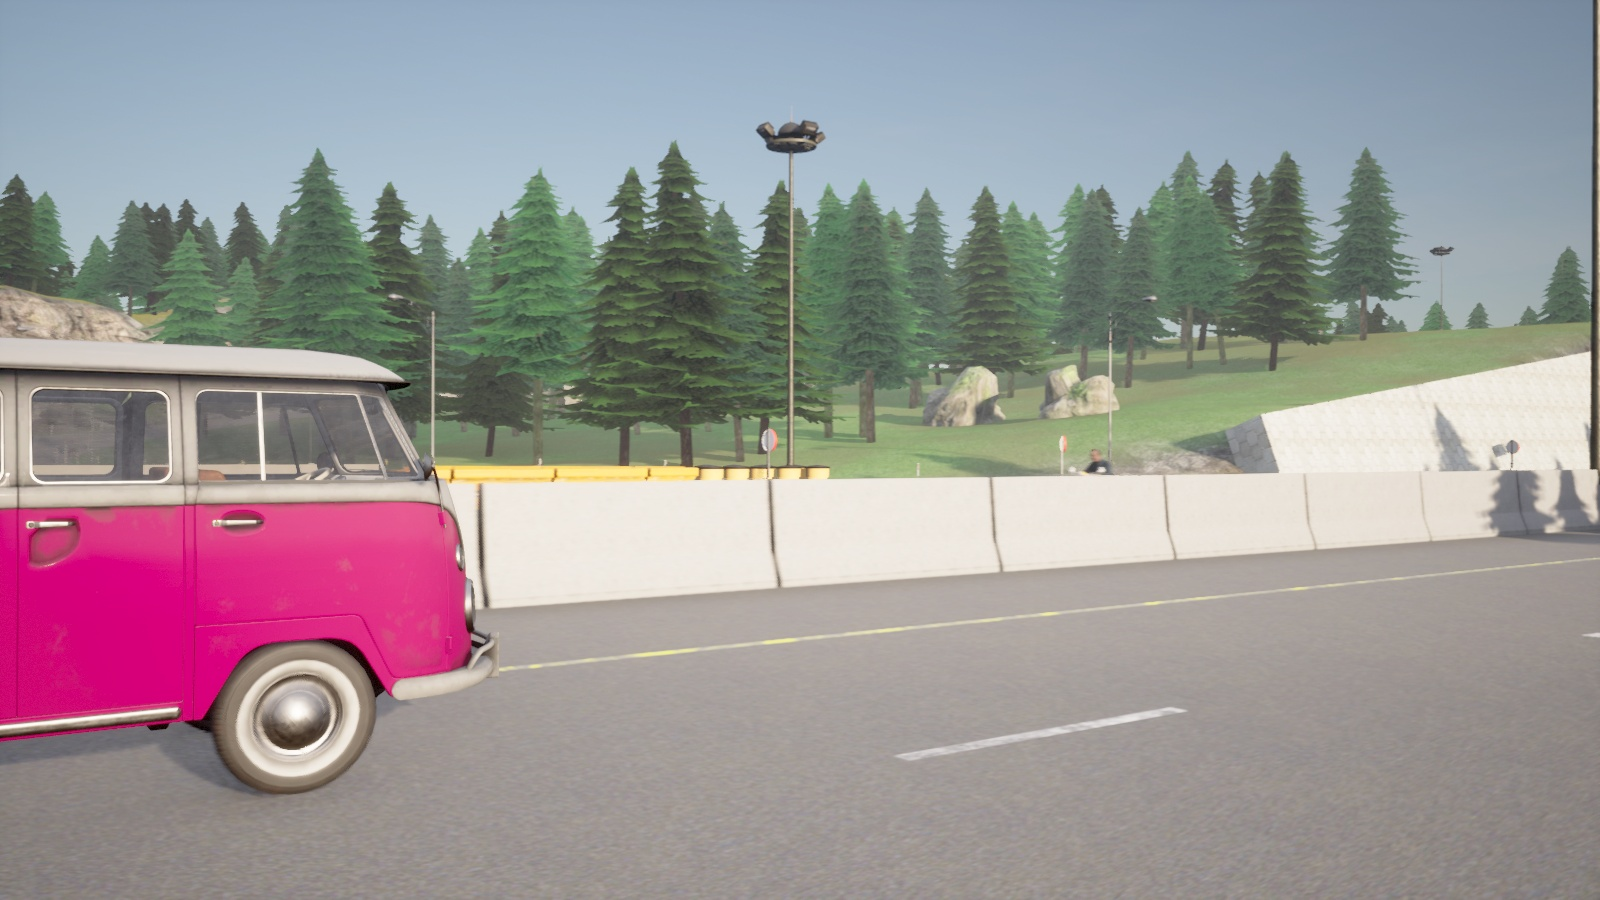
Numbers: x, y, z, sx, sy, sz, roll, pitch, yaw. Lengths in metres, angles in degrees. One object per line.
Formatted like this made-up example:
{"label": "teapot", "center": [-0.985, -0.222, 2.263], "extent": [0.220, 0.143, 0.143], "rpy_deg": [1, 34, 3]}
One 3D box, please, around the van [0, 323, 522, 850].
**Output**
{"label": "van", "center": [-3.644, 0.518, 5.388], "extent": [4.442, 1.987, 1.775], "rpy_deg": [0, 0, -35]}
